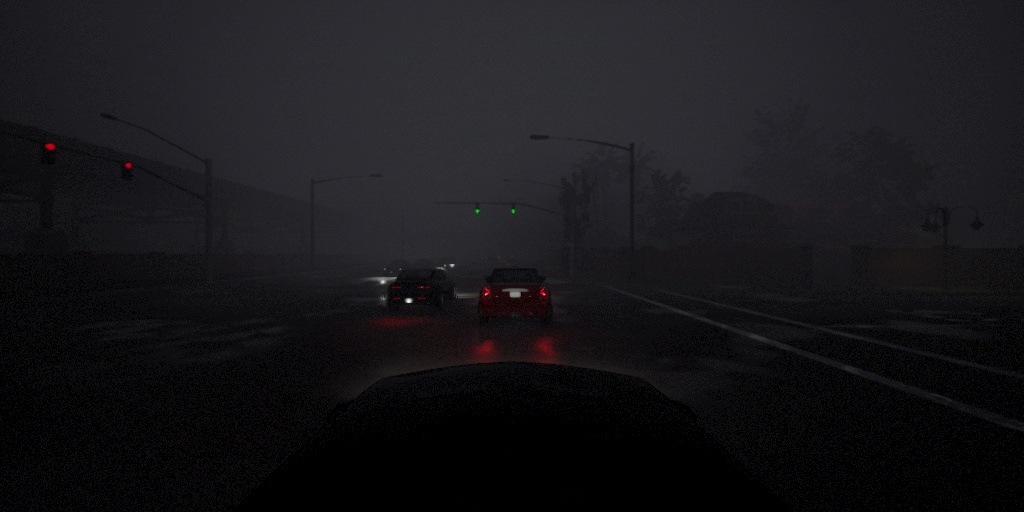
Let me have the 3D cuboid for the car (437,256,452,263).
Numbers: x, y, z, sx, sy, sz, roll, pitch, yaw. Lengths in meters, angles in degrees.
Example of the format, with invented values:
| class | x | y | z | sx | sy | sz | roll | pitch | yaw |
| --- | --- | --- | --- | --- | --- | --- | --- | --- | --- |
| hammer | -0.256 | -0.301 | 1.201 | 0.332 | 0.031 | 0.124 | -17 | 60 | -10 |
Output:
| class | x | y | z | sx | sy | sz | roll | pitch | yaw |
| --- | --- | --- | --- | --- | --- | --- | --- | --- | --- |
| car | -10.563 | 0.791 | 52.218 | 2.128 | 1.511 | 4.902 | 0 | 1 | 0 |

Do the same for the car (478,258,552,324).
| class | x | y | z | sx | sy | sz | roll | pitch | yaw |
| --- | --- | --- | --- | --- | --- | --- | --- | --- | --- |
| car | 0.084 | 1.070 | 12.002 | 2.097 | 1.767 | 4.553 | 0 | 0 | 0 |

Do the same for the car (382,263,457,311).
| class | x | y | z | sx | sy | sz | roll | pitch | yaw |
| --- | --- | --- | --- | --- | --- | --- | --- | --- | --- |
| car | -3.419 | 1.217 | 14.295 | 1.837 | 1.490 | 4.892 | 0 | 0 | 0 |

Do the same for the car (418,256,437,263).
| class | x | y | z | sx | sy | sz | roll | pitch | yaw |
| --- | --- | --- | --- | --- | --- | --- | --- | --- | --- |
| car | -10.600 | 0.986 | 42.451 | 1.812 | 1.442 | 4.674 | 0 | 1 | 0 |

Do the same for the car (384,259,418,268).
| class | x | y | z | sx | sy | sz | roll | pitch | yaw |
| --- | --- | --- | --- | --- | --- | --- | --- | --- | --- |
| car | -10.616 | 1.100 | 33.731 | 1.812 | 1.442 | 4.674 | 0 | 1 | -1 |

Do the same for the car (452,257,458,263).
| class | x | y | z | sx | sy | sz | roll | pitch | yaw |
| --- | --- | --- | --- | --- | --- | --- | --- | --- | --- |
| car | -10.574 | 0.660 | 62.090 | 1.994 | 1.385 | 4.181 | 0 | 1 | 0 |
